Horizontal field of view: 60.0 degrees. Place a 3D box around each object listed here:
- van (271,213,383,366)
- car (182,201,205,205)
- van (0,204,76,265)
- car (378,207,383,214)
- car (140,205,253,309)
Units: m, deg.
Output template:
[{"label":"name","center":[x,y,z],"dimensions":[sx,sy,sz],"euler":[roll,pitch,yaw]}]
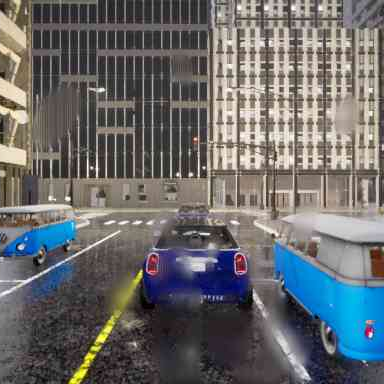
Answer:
[{"label":"van","center":[2.558,1.343,5.658],"dimensions":[1.690,1.788,3.998],"euler":[0,0,0]},{"label":"car","center":[0.085,1.359,18.057],"dimensions":[2.097,1.767,4.553],"euler":[0,0,0]},{"label":"van","center":[-5.335,1.345,11.325],"dimensions":[1.690,1.788,3.998],"euler":[0,0,0]},{"label":"car","center":[18.980,1.490,29.080],"dimensions":[4.829,1.417,1.752],"euler":[0,0,0]},{"label":"car","center":[0.083,1.354,8.031],"dimensions":[2.097,1.767,4.553],"euler":[0,0,0]}]
